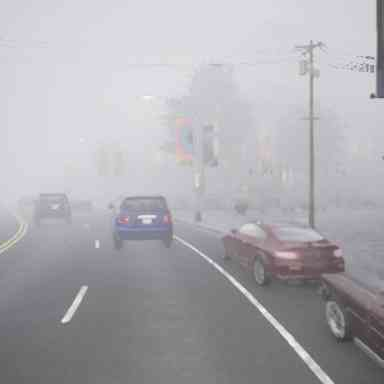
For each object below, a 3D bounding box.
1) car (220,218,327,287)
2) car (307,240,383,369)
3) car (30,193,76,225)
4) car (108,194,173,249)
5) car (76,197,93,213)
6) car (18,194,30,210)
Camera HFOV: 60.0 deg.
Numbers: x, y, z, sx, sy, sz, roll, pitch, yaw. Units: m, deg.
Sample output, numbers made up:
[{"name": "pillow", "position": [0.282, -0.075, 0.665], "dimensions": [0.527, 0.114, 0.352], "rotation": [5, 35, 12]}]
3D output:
[{"name": "car", "position": [2.152, 1.422, 9.045], "dimensions": [2.002, 1.452, 4.674], "rotation": [0, 1, -11]}, {"name": "car", "position": [3.034, 1.545, 3.384], "dimensions": [1.895, 1.301, 4.718], "rotation": [0, 1, -1]}, {"name": "car", "position": [-9.736, 1.062, 23.004], "dimensions": [2.150, 2.045, 5.566], "rotation": [0, 1, -28]}, {"name": "car", "position": [-2.303, 1.100, 14.191], "dimensions": [2.150, 2.045, 5.566], "rotation": [0, 0, -16]}, {"name": "car", "position": [-11.015, 1.240, 32.187], "dimensions": [1.882, 1.535, 5.008], "rotation": [-1, 1, -30]}, {"name": "car", "position": [-19.299, 1.096, 39.249], "dimensions": [2.097, 1.767, 4.553], "rotation": [-1, 1, -31]}]
